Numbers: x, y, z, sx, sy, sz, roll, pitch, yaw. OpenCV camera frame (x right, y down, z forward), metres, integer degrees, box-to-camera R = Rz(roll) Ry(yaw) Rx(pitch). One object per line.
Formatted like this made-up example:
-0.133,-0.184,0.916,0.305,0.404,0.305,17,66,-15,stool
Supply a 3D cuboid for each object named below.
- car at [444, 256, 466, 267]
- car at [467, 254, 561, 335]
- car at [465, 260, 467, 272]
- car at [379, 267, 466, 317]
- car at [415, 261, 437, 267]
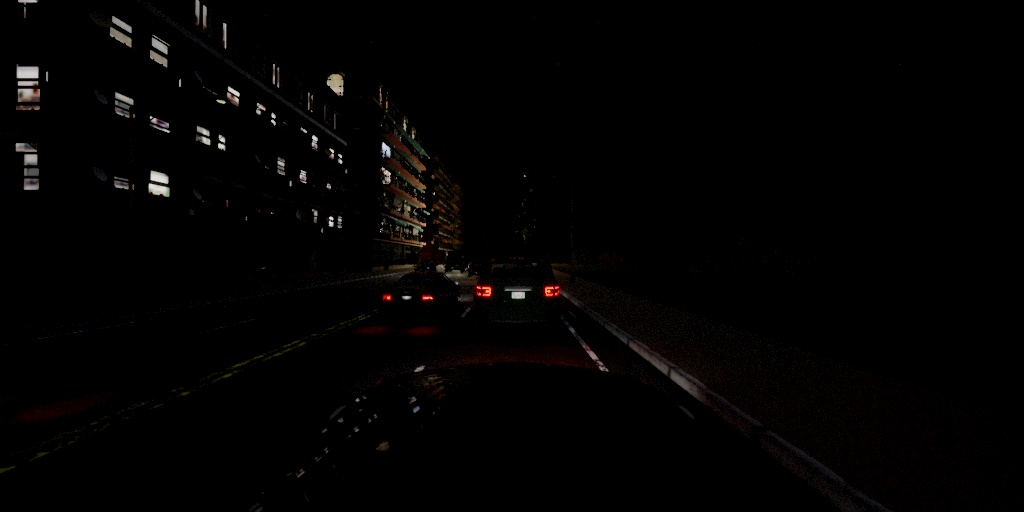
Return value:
-6.603,0.976,42.498,2.150,2.045,5.566,0,0,0,car
0.100,0.973,10.715,2.150,2.045,5.566,0,0,-1,car
-3.151,1.280,34.882,1.812,1.442,4.674,0,0,0,car
-3.152,1.299,13.242,2.033,1.411,5.357,0,0,0,car
-9.853,1.280,41.261,1.812,1.442,4.674,0,0,0,car
